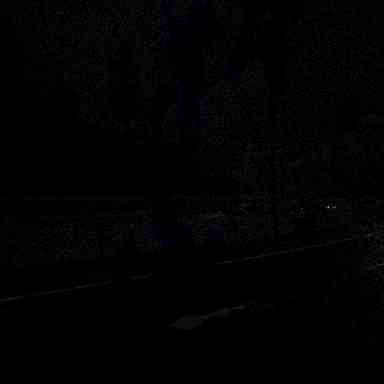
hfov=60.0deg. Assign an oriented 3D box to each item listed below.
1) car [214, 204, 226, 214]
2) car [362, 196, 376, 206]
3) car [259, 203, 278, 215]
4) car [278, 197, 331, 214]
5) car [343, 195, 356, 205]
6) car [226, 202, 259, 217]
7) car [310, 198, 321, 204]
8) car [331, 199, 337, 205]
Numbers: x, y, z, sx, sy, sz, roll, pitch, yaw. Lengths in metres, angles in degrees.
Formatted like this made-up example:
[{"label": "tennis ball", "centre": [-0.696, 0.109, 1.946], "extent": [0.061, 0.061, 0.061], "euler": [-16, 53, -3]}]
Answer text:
[{"label": "car", "centre": [5.073, 2.032, 41.164], "extent": [2.033, 1.411, 5.357], "euler": [-1, -1, 43]}, {"label": "car", "centre": [34.843, 1.719, 65.598], "extent": [2.150, 2.045, 5.566], "euler": [-1, -1, 28]}, {"label": "car", "centre": [9.679, 1.862, 35.897], "extent": [1.882, 1.535, 5.008], "euler": [-1, -1, 43]}, {"label": "car", "centre": [10.975, 1.550, 32.158], "extent": [2.150, 2.045, 5.566], "euler": [-1, -1, 44]}, {"label": "car", "centre": [33.308, 1.732, 70.375], "extent": [2.150, 2.045, 5.566], "euler": [-1, -1, 26]}, {"label": "car", "centre": [6.398, 1.907, 37.522], "extent": [1.882, 1.535, 5.008], "euler": [-1, -1, 43]}, {"label": "car", "centre": [27.964, 1.998, 75.459], "extent": [1.895, 1.301, 4.718], "euler": [-1, -1, 26]}, {"label": "car", "centre": [30.139, 2.148, 71.849], "extent": [1.895, 1.301, 4.718], "euler": [-1, -1, 26]}]
